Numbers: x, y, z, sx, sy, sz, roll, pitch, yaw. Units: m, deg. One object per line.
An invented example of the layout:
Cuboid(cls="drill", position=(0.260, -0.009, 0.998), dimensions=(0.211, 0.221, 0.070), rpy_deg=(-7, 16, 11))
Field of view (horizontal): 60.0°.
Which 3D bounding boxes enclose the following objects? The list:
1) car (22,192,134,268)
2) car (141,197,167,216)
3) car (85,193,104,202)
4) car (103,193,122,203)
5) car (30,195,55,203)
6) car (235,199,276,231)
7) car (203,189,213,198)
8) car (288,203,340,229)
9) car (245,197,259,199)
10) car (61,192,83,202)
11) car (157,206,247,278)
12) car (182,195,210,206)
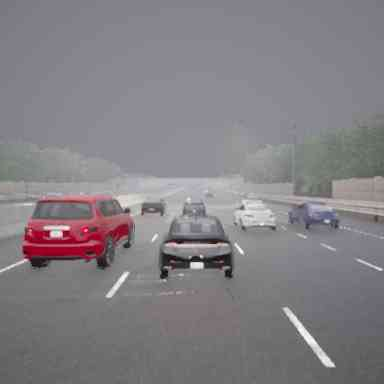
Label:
Cuboid(cls="car", position=(-3.383, 1.123, 10.999), dimensions=(2.150, 2.045, 5.566), rpy_deg=(0, 0, 0))
Cuboid(cls="car", position=(-3.298, 1.221, 29.558), dimensions=(1.882, 1.535, 5.008), rpy_deg=(0, 0, 0))
Cuboid(cls="car", position=(-17.160, 0.951, 58.839), dimensions=(1.882, 1.535, 5.008), rpy_deg=(0, 1, 1))
Cuboid(cls="car", position=(-13.685, 0.964, 57.422), dimensions=(1.882, 1.535, 5.008), rpy_deg=(0, 1, 1))
Cuboid(cls="car", position=(-24.222, 1.117, 54.127), dimensions=(1.895, 1.301, 4.718), rpy_deg=(0, 1, 1))
Cuboid(cls="car", position=(3.546, 1.360, 19.152), dimensions=(1.812, 1.442, 4.674), rpy_deg=(0, 0, 0))
Cuboid(cls="car", position=(4.239, 0.739, 83.328), dimensions=(1.837, 1.490, 4.892), rpy_deg=(0, 1, 1))
Cuboid(cls="car", position=(7.160, 1.355, 19.860), dimensions=(1.812, 1.442, 4.674), rpy_deg=(0, 0, 0))
Cuboid(cls="car", position=(7.285, 1.247, 40.587), dimensions=(1.895, 1.301, 4.718), rpy_deg=(0, 1, 0))
Cuboid(cls="car", position=(-20.678, 0.836, 57.581), dimensions=(2.097, 1.767, 4.553), rpy_deg=(0, 1, 1))
Cuboid(cls="car", position=(0.115, 1.404, 9.841), dimensions=(2.128, 1.511, 4.902), rpy_deg=(0, 0, 0))
Cuboid(cls="car", position=(0.192, 1.250, 27.967), dimensions=(2.128, 1.511, 4.902), rpy_deg=(0, 0, 0))
